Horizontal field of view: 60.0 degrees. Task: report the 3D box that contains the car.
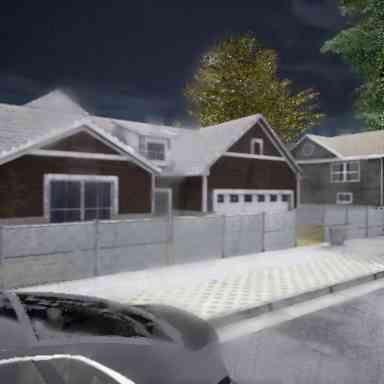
[{"bbox_3d":[-1.913,1.502,1.705,4.892,1.490,1.837,0,0,-35],"label":"car"}]
